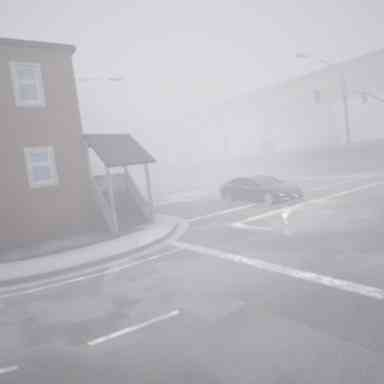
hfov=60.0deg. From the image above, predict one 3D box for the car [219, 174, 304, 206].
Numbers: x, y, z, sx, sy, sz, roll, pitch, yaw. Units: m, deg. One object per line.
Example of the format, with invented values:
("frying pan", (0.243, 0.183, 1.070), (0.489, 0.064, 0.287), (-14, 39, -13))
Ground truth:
("car", (3.396, -0.136, 17.159), (1.837, 1.490, 4.892), (-10, 7, -34))
